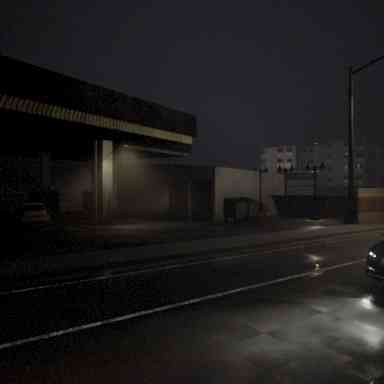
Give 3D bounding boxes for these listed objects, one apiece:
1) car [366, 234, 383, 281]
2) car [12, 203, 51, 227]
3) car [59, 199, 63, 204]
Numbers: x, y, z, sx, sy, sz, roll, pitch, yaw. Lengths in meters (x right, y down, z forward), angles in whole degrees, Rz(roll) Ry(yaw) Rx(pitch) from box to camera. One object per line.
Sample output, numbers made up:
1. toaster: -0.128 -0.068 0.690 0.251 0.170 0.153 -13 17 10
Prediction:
1. car: 6.415 1.492 8.668 4.902 1.511 2.128 0 0 -36
2. car: -10.675 1.455 22.009 1.970 1.475 3.806 0 0 -35
3. car: -26.525 1.504 61.576 4.892 1.490 1.837 0 0 -35
